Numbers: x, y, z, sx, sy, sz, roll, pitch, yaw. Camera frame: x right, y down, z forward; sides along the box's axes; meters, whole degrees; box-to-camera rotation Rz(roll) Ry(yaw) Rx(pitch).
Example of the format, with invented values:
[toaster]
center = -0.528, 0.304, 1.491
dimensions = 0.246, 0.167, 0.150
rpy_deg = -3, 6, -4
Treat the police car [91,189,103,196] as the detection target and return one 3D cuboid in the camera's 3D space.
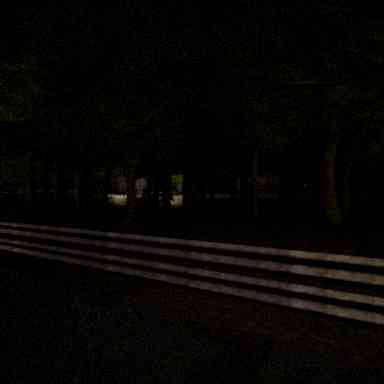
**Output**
[police car]
center = -21.192, 0.049, 72.615
dimensions = 5.238, 1.638, 1.930
rpy_deg = 0, 1, 8
